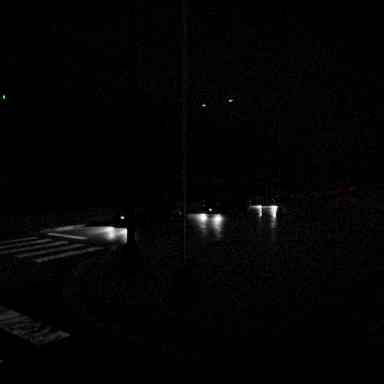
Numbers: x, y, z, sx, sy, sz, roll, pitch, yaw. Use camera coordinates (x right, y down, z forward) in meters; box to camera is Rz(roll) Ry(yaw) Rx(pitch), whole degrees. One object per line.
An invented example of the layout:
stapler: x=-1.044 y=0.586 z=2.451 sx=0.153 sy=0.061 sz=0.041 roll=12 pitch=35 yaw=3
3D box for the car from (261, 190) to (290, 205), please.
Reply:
car: x=8.894 y=0.557 z=35.197 sx=1.837 sy=1.490 sz=4.892 roll=0 pitch=2 yaw=35

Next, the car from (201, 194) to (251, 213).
car: x=2.887 y=0.859 z=26.734 sx=2.033 sy=1.411 sz=5.357 roll=0 pitch=2 yaw=35

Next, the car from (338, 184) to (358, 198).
car: x=24.392 y=-0.219 z=51.953 sx=2.150 sy=2.045 sz=5.566 roll=0 pitch=2 yaw=35

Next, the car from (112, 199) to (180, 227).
car: x=-2.524 y=1.118 z=19.102 sx=1.994 sy=1.385 sz=4.181 roll=0 pitch=2 yaw=35
